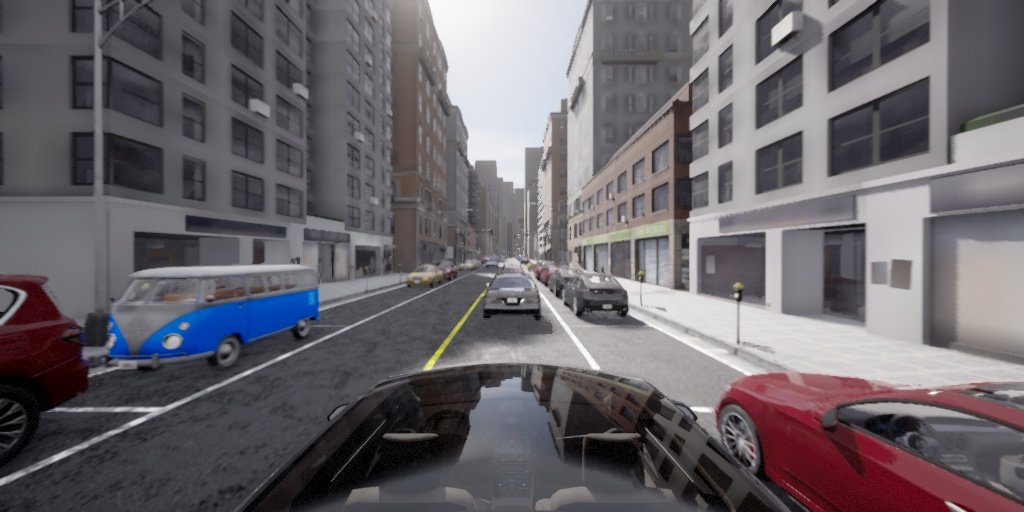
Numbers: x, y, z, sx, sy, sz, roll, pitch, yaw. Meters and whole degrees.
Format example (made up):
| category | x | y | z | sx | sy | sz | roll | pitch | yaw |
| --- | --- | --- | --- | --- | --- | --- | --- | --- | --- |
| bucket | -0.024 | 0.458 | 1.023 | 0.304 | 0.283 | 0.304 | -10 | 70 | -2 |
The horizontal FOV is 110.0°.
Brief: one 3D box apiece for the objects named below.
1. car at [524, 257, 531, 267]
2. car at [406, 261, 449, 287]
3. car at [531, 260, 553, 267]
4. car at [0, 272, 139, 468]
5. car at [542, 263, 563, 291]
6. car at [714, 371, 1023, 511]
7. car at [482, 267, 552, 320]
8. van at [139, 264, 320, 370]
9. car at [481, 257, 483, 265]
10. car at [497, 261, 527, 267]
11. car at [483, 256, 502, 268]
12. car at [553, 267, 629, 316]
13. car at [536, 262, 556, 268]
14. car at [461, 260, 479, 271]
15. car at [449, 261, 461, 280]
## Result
| category | x | y | z | sx | sy | sz | roll | pitch | yaw |
| --- | --- | --- | --- | --- | --- | --- | --- | --- | --- |
| car | 2.854 | 1.170 | 46.239 | 1.751 | 1.417 | 4.829 | 0 | 0 | 0 |
| car | -5.670 | 1.222 | 23.796 | 1.751 | 1.417 | 4.829 | 0 | 0 | 0 |
| car | 2.855 | 1.122 | 29.492 | 1.967 | 1.591 | 4.097 | 0 | 0 | 0 |
| car | -5.668 | 1.065 | 1.863 | 2.192 | 1.841 | 5.009 | 0 | 0 | 0 |
| car | 2.856 | 1.260 | 18.441 | 2.007 | 1.370 | 4.403 | 0 | 0 | 0 |
| car | 2.857 | 1.332 | 1.863 | 1.802 | 1.307 | 4.207 | 0 | 0 | 0 |
| car | 0.026 | 1.273 | 12.499 | 2.033 | 1.411 | 5.357 | 0 | 0 | 1 |
| van | -5.666 | 1.078 | 7.387 | 1.690 | 1.789 | 3.998 | 0 | 0 | 0 |
| car | -5.672 | 1.183 | 51.594 | 2.007 | 1.370 | 4.403 | 0 | 0 | 0 |
| car | 0.038 | 1.284 | 29.062 | 1.895 | 1.301 | 4.718 | 0 | 0 | 1 |
| car | -3.024 | 1.174 | 54.730 | 2.033 | 1.411 | 5.357 | 0 | 0 | 0 |
| car | 2.856 | 1.274 | 12.915 | 2.007 | 1.370 | 4.403 | 0 | 0 | 0 |
| car | 2.855 | 1.278 | 23.966 | 1.802 | 1.307 | 4.207 | 0 | 0 | 0 |
| car | -5.672 | 1.170 | 45.899 | 1.751 | 1.417 | 4.829 | 0 | 0 | 0 |
| car | -5.671 | 1.122 | 29.492 | 1.967 | 1.591 | 4.097 | 0 | 0 | 0 |
